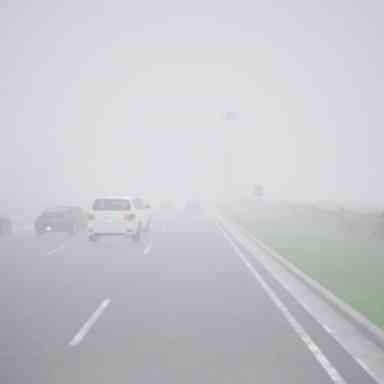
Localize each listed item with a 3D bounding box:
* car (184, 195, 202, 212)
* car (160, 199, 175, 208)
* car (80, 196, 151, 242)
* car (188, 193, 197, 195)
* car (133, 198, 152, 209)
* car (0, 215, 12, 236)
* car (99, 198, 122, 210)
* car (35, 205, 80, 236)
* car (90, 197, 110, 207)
[{"bbox_3d":[0.102,1.474,38.463,1.882,1.535,5.008,0,0,0],"label":"car"},{"bbox_3d":[-3.399,1.597,46.686,1.895,1.301,4.718,0,0,0],"label":"car"},{"bbox_3d":[-3.401,1.220,16.355,2.150,2.045,5.566,0,0,0],"label":"car"},{"bbox_3d":[0.102,1.217,65.313,2.150,2.045,5.566,0,0,0],"label":"car"},{"bbox_3d":[-6.899,1.596,46.565,1.895,1.301,4.718,0,0,0],"label":"car"},{"bbox_3d":[-10.401,1.490,15.557,2.128,1.511,4.902,0,0,0],"label":"car"},{"bbox_3d":[-10.399,1.522,42.603,1.812,1.442,4.674,0,0,0],"label":"car"},{"bbox_3d":[-6.900,1.503,18.442,1.837,1.490,4.892,0,0,0],"label":"car"},{"bbox_3d":[-13.898,1.559,50.518,1.994,1.385,4.181,0,0,0],"label":"car"}]
